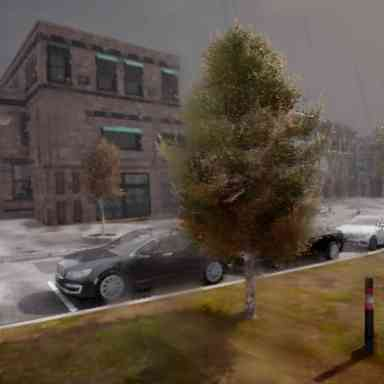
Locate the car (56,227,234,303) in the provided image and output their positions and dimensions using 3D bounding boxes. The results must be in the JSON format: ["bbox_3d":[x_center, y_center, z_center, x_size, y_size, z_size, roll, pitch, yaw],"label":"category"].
[{"bbox_3d":[-1.028,1.726,8.952,4.892,1.521,2.231,1,0,-34],"label":"car"}]

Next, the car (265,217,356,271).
[{"bbox_3d":[3.610,1.772,12.282,5.008,1.535,2.097,1,0,-36],"label":"car"}]

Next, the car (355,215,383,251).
[{"bbox_3d":[8.554,1.839,16.078,4.674,1.452,2.002,0,0,-38],"label":"car"}]
